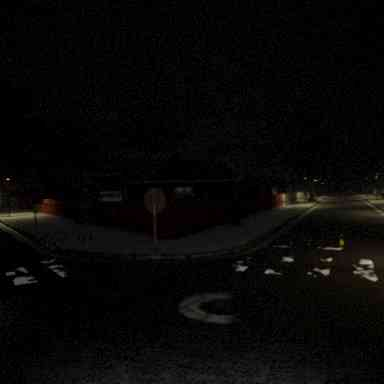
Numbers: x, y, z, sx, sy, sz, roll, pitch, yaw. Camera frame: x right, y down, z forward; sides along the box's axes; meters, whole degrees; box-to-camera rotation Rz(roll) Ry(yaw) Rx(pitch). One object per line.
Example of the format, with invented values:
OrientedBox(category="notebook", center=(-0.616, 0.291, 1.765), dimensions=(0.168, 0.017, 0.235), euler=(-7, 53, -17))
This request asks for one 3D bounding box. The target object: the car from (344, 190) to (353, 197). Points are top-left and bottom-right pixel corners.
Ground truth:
OrientedBox(category="car", center=(39.947, 0.383, 84.780), dimensions=(2.128, 1.511, 4.902), euler=(-2, 0, 24))
